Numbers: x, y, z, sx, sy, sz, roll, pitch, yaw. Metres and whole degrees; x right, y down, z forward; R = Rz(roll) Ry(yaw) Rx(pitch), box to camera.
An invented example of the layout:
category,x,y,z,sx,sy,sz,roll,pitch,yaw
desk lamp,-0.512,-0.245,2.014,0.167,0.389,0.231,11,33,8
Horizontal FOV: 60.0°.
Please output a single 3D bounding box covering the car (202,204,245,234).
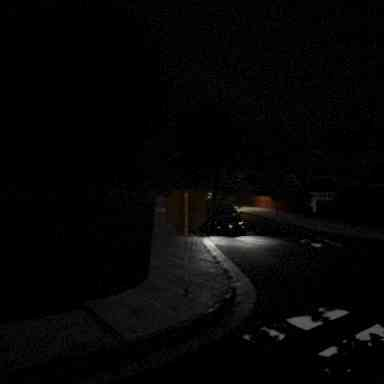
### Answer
category,x,y,z,sx,sy,sz,roll,pitch,yaw
car,1.702,1.463,19.200,1.837,1.490,4.892,0,1,-6
